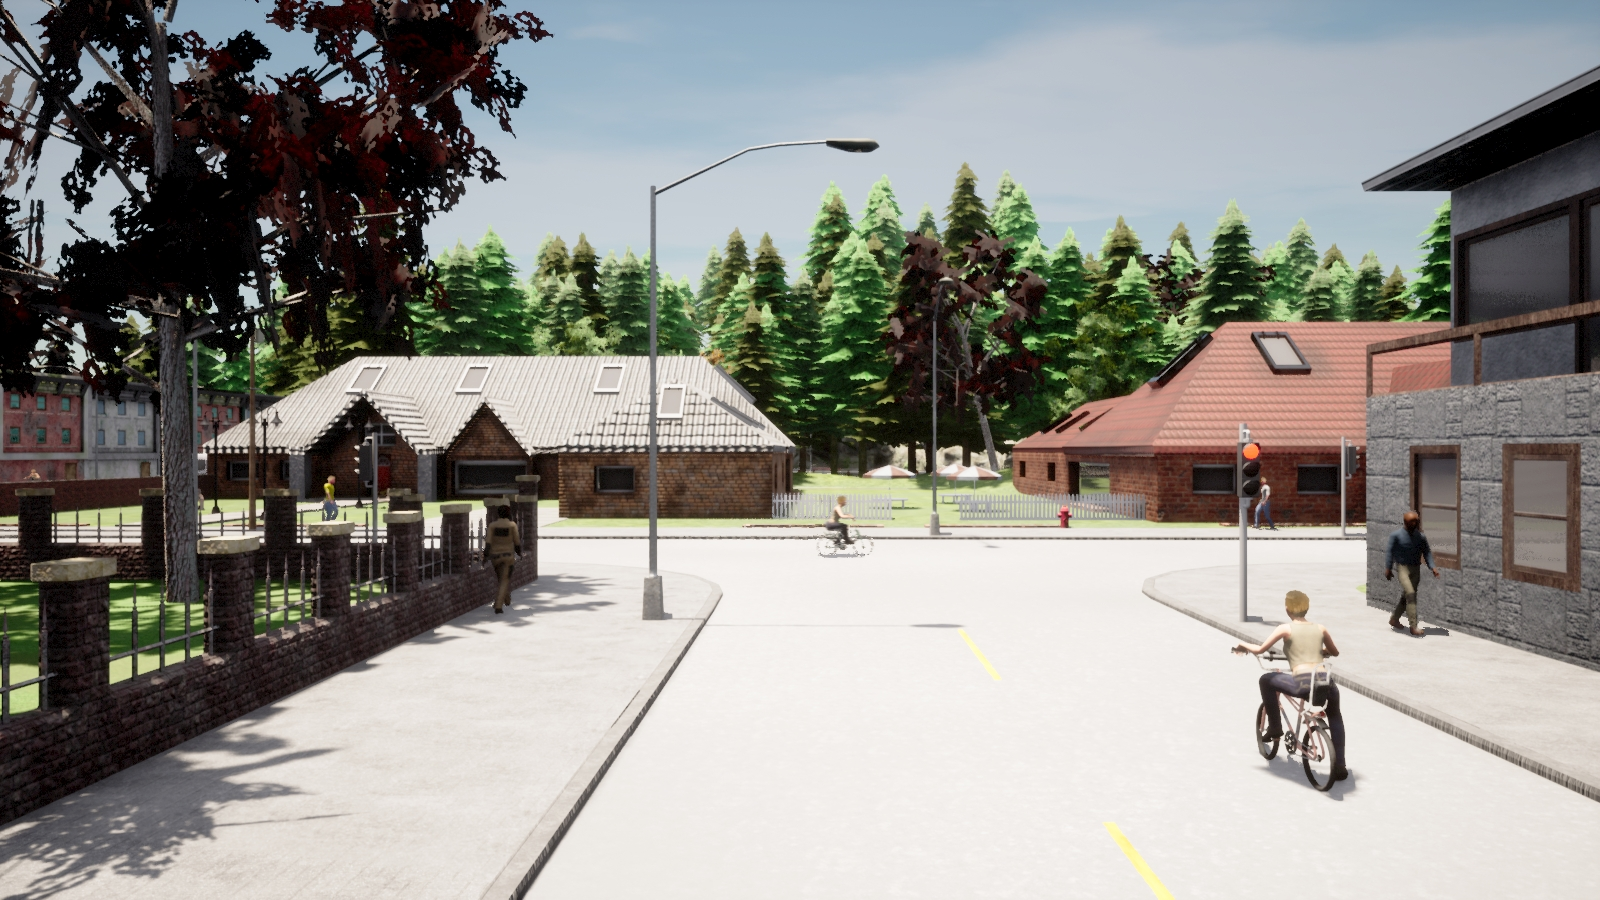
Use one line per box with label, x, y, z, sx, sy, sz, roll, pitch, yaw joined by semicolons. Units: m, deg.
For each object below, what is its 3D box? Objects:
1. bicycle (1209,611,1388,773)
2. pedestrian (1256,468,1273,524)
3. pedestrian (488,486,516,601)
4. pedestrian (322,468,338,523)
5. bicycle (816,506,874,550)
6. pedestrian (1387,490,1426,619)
bicycle;4.247;2.036;9.857;0.859;1.080;1.487;0;0;-2
pedestrian;15.552;1.525;38.254;0.375;1.860;0.375;0;0;-14
pedestrian;-4.880;1.523;18.704;0.375;1.860;0.375;0;0;-1
pedestrian;-15.827;1.525;38.466;0.375;1.860;0.375;0;0;2
bicycle;1.167;2.036;29.818;1.487;1.080;0.859;0;0;1
pedestrian;8.875;1.516;16.719;0.375;1.860;0.375;0;0;0
